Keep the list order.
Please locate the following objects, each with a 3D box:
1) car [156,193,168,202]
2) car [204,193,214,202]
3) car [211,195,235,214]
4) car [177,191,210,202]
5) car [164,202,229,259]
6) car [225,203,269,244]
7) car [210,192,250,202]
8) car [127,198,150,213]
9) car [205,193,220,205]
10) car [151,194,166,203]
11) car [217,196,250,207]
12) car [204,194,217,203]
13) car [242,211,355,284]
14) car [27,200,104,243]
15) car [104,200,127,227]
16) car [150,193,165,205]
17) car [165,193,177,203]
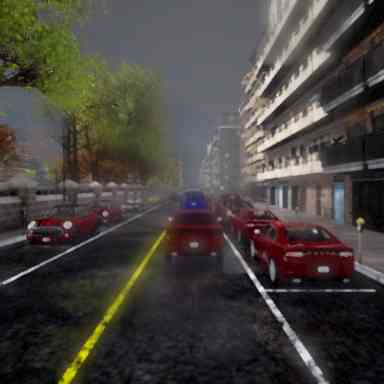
[{"bbox_3d":[-5.358,0.936,59.674,1.752,1.417,4.829,0,1,0],"label":"car"},{"bbox_3d":[3.024,0.934,59.968,1.752,1.417,4.829,0,1,0],"label":"car"},{"bbox_3d":[2.866,1.119,31.647,1.967,1.590,4.097,0,1,0],"label":"car"},{"bbox_3d":[0.187,0.947,27.070,2.150,2.045,5.566,0,1,1],"label":"car"},{"bbox_3d":[0.106,1.352,12.089,1.882,1.535,5.008,0,1,1],"label":"car"},{"bbox_3d":[2.772,1.392,14.759,1.887,1.381,4.507,0,1,0],"label":"car"},{"bbox_3d":[2.834,1.050,26.015,2.192,1.841,5.009,0,1,0],"label":"car"},{"bbox_3d":[-5.514,1.229,31.694,2.008,1.369,4.403,0,1,0],"label":"car"},{"bbox_3d":[2.960,0.955,48.536,1.967,1.590,4.097,0,1,0],"label":"car"},{"bbox_3d":[-5.388,1.012,54.214,2.008,1.369,4.403,0,1,0],"label":"car"},{"bbox_3d":[2.804,1.231,20.387,1.967,1.590,4.097,0,1,0],"label":"car"},{"bbox_3d":[2.993,1.027,54.168,1.947,1.339,4.313,0,1,0],"label":"car"},{"bbox_3d":[2.741,1.449,9.129,1.887,1.381,4.507,0,1,0],"label":"car"},{"bbox_3d":[-5.609,1.287,14.804,1.967,1.590,4.097,0,1,0],"label":"car"},{"bbox_3d":[-5.577,1.231,20.432,1.967,1.590,4.097,0,1,0],"label":"car"},{"bbox_3d":[-5.420,1.041,48.414,1.752,1.417,4.829,0,1,0],"label":"car"},{"bbox_3d":[-2.780,0.978,52.902,1.837,1.490,4.892,0,1,1],"label":"car"}]
